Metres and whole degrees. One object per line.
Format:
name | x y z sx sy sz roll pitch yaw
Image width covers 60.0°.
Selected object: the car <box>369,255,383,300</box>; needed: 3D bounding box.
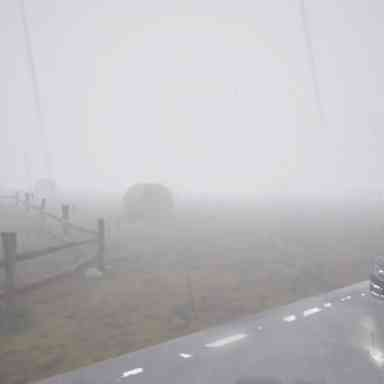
car | 5.708 1.481 7.145 4.902 1.511 2.128 0 0 -35
